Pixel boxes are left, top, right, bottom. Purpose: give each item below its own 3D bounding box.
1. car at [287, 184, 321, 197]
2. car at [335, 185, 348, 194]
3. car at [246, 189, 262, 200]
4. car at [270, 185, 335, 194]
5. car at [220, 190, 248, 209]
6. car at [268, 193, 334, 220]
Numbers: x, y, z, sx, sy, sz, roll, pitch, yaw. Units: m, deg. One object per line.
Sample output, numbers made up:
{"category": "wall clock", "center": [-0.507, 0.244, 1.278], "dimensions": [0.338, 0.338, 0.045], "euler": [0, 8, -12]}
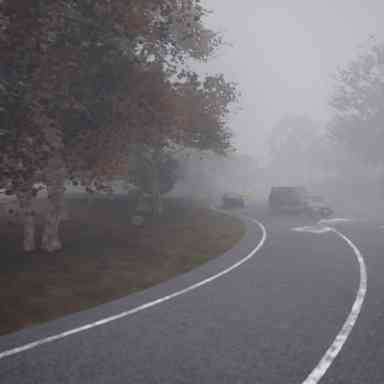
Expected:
{"category": "car", "center": [17.066, -0.221, 50.650], "dimensions": [4.553, 1.767, 2.097], "euler": [-3, 2, -22]}
{"category": "car", "center": [23.518, -0.410, 55.606], "dimensions": [4.902, 1.511, 2.128], "euler": [-1, 1, -2]}
{"category": "car", "center": [8.057, 0.345, 47.255], "dimensions": [1.882, 1.535, 5.008], "euler": [-1, 2, 41]}
{"category": "car", "center": [8.408, 0.558, 26.941], "dimensions": [2.150, 2.045, 5.566], "euler": [-3, 2, -22]}
{"category": "car", "center": [3.925, 0.816, 33.142], "dimensions": [1.882, 1.535, 5.008], "euler": [-2, 1, 0]}
{"category": "car", "center": [7.449, 1.031, 22.719], "dimensions": [1.994, 1.385, 4.181], "euler": [-3, 2, -30]}
